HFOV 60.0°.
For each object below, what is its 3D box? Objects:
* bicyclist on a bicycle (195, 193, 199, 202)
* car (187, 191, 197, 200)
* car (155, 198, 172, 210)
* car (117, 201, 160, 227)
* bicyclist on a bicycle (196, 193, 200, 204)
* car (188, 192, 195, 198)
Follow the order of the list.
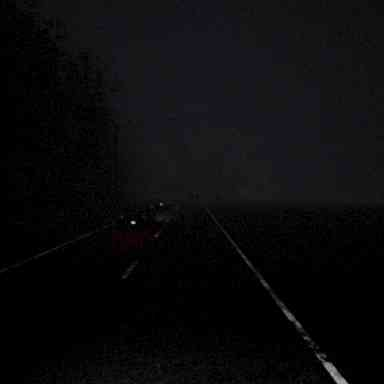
[{"bbox_3d":[0.932,1.086,62.296,0.582,1.620,1.656,0,0,0],"label":"bicyclist on a bicycle"},{"bbox_3d":[-0.035,0.766,77.987,2.150,2.045,5.566,0,0,0],"label":"car"},{"bbox_3d":[-3.421,1.334,38.995,1.994,1.385,4.181,0,0,0],"label":"car"},{"bbox_3d":[-3.413,1.473,21.554,1.895,1.301,4.718,0,0,0],"label":"car"},{"bbox_3d":[0.938,1.055,53.595,0.659,1.776,1.843,0,0,0],"label":"bicyclist on a bicycle"},{"bbox_3d":[-0.044,0.833,92.013,1.812,1.442,4.674,0,0,0],"label":"car"}]
